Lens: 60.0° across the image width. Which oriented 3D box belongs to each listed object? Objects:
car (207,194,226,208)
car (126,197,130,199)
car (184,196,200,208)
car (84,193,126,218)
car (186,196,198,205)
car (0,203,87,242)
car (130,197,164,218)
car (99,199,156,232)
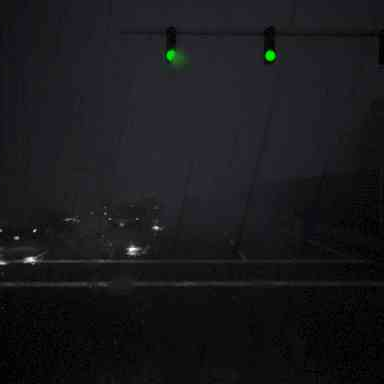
[{"bbox_3d":[3.599,1.407,46.105,2.033,1.411,5.357,0,0,0],"label":"car"},{"bbox_3d":[-7.094,1.381,36.713,1.837,1.490,4.892,0,0,0],"label":"car"},{"bbox_3d":[-0.006,1.364,45.638,1.837,1.490,4.892,0,0,0],"label":"car"},{"bbox_3d":[-7.103,1.124,26.320,2.150,2.045,5.566,0,0,0],"label":"car"},{"bbox_3d":[-0.007,1.398,55.748,1.994,1.385,4.181,0,0,0],"label":"car"},{"bbox_3d":[-7.102,1.475,16.132,2.033,1.411,5.357,0,0,0],"label":"car"},{"bbox_3d":[-3.601,1.251,28.449,2.097,1.767,4.553,0,0,0],"label":"car"},{"bbox_3d":[-3.600,1.413,19.569,2.128,1.511,4.902,0,0,0],"label":"car"}]
